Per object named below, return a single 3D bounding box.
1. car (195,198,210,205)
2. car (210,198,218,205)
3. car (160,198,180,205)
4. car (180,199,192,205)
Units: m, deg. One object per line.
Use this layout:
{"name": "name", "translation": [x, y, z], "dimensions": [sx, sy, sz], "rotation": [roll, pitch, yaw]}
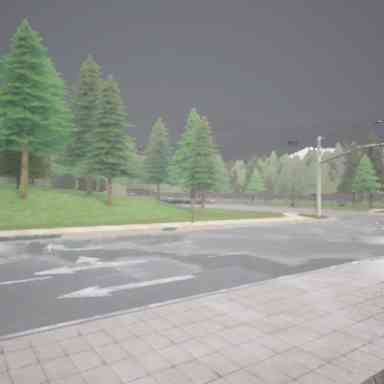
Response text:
{"name": "car", "translation": [0.896, 2.029, 71.494], "dimensions": [2.033, 1.411, 5.357], "rotation": [1, 0, -35]}
{"name": "car", "translation": [3.763, 2.007, 73.503], "dimensions": [1.882, 1.535, 5.008], "rotation": [1, 0, -35]}
{"name": "car", "translation": [-4.951, 1.965, 67.634], "dimensions": [1.994, 1.385, 4.181], "rotation": [1, 0, -35]}
{"name": "car", "translation": [-1.954, 2.043, 69.461], "dimensions": [1.895, 1.301, 4.718], "rotation": [1, 0, -35]}
